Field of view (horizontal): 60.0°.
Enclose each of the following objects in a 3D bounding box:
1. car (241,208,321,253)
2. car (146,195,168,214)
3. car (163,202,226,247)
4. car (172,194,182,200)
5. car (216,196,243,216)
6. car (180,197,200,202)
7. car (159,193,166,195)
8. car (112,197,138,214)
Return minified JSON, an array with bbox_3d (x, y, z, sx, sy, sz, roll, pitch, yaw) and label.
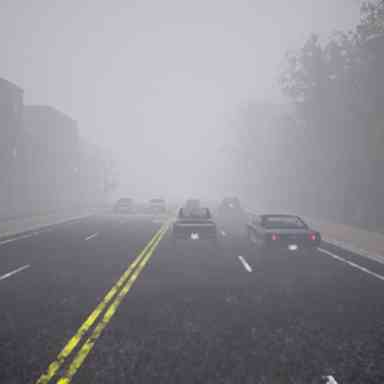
[{"bbox_3d":[3.348,1.528,13.230,1.895,1.301,4.718,0,0,0],"label":"car"},{"bbox_3d":[-3.350,1.347,32.738,1.812,1.442,4.674,0,0,0],"label":"car"},{"bbox_3d":[0.098,1.411,14.601,2.128,1.511,4.902,0,0,0],"label":"car"},{"bbox_3d":[-3.257,1.094,73.239,1.994,1.385,4.181,0,0,0],"label":"car"},{"bbox_3d":[3.347,1.186,30.431,2.097,1.767,4.553,0,0,0],"label":"car"},{"bbox_3d":[0.098,1.353,31.746,1.812,1.442,4.674,0,0,0],"label":"car"},{"bbox_3d":[-6.508,1.020,75.460,1.994,1.385,4.181,0,0,0],"label":"car"},{"bbox_3d":[-6.599,1.325,33.050,1.837,1.490,4.892,0,0,0],"label":"car"}]
